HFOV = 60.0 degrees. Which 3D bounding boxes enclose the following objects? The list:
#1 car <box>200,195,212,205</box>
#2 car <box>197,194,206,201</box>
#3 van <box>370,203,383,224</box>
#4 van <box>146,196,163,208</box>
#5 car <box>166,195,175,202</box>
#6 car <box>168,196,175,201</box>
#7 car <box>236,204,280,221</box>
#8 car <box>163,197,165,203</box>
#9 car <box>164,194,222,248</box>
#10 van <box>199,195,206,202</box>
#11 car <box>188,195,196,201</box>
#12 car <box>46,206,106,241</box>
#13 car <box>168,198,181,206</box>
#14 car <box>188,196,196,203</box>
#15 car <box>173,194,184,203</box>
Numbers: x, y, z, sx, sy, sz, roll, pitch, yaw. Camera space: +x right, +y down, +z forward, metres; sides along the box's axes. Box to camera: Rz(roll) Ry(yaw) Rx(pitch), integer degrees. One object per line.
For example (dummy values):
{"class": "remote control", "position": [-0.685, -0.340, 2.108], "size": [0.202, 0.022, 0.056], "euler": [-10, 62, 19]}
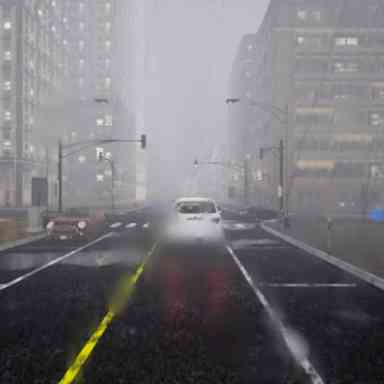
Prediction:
{"class": "car", "position": [2.666, 1.529, 65.849], "size": [2.192, 1.841, 5.009], "euler": [0, 0, 0]}
{"class": "car", "position": [2.657, 1.633, 93.603], "size": [2.192, 1.841, 5.009], "euler": [0, 0, 0]}
{"class": "van", "position": [16.920, 1.786, 27.457], "size": [3.998, 1.788, 1.690], "euler": [1, -1, 0]}
{"class": "van", "position": [-5.708, 1.496, 49.192], "size": [1.690, 1.788, 3.998], "euler": [0, 0, 0]}
{"class": "car", "position": [-5.721, 1.736, 88.047], "size": [1.967, 1.590, 4.097], "euler": [0, 0, 0]}
{"class": "car", "position": [-5.723, 1.842, 93.428], "size": [1.752, 1.417, 4.829], "euler": [0, 0, 0]}
{"class": "car", "position": [6.027, 1.802, 29.382], "size": [4.181, 1.385, 1.994], "euler": [1, -1, -24]}
{"class": "car", "position": [-5.715, 1.759, 71.225], "size": [1.752, 1.417, 4.829], "euler": [0, 0, 0]}
{"class": "car", "position": [0.109, 1.266, 15.109], "size": [2.150, 2.045, 5.566], "euler": [0, 0, 0]}
{"class": "van", "position": [2.661, 1.616, 82.501], "size": [1.690, 1.788, 3.998], "euler": [0, 0, 0]}
{"class": "car", "position": [-0.028, 1.626, 88.695], "size": [1.882, 1.535, 5.008], "euler": [0, 0, 0]}
{"class": "car", "position": [-5.697, 1.490, 16.717], "size": [1.967, 1.590, 4.097], "euler": [0, 0, 0]}
{"class": "car", "position": [-3.060, 1.791, 59.326], "size": [1.895, 1.301, 4.718], "euler": [0, 0, 1]}
{"class": "car", "position": [-0.023, 1.729, 78.272], "size": [1.882, 1.535, 5.008], "euler": [0, 0, 0]}
{"class": "car", "position": [-3.025, 1.471, 74.820], "size": [2.150, 2.045, 5.566], "euler": [0, 0, 0]}
